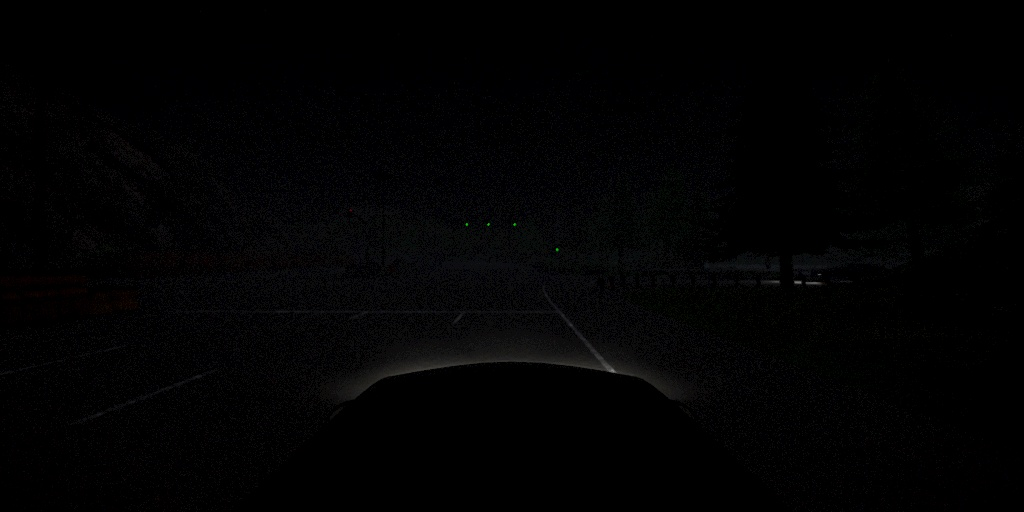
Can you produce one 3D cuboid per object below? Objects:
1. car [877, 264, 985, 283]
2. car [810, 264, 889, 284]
[{"bbox_3d":[33.364,1.365,28.784,5.357,1.411,2.033,0,0,18],"label":"car"},{"bbox_3d":[25.732,1.320,27.278,4.892,1.490,1.837,0,0,15],"label":"car"}]
